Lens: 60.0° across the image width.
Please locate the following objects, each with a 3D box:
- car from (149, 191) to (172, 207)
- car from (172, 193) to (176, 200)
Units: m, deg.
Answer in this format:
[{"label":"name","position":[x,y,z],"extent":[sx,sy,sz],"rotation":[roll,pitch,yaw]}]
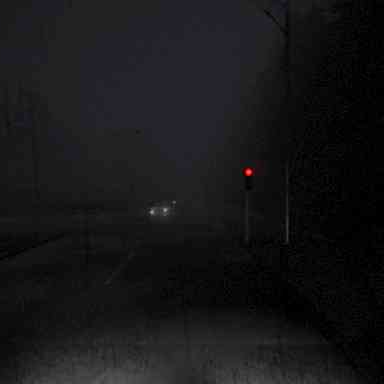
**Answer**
[{"label":"car","position":[-4.103,0.923,42.388],"extent":[2.150,2.045,5.566],"rotation":[0,2,0]},{"label":"car","position":[-4.165,0.873,67.438],"extent":[1.812,1.442,4.674],"rotation":[0,1,0]}]
